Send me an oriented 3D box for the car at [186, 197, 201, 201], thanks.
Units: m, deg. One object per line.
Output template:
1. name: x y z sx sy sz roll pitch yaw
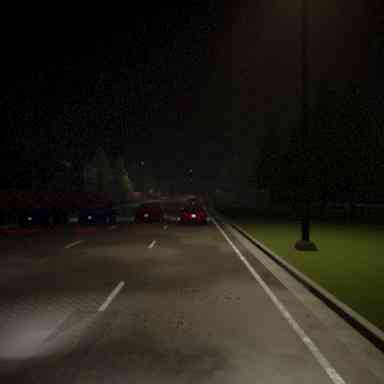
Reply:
1. car: 0.230 1.532 46.062 2.097 1.767 4.553 0 0 1

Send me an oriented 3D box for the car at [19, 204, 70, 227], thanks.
1. car: -10.384 1.572 23.766 1.882 1.535 5.008 0 0 0

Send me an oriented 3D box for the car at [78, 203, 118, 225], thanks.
1. car: -6.884 1.576 24.855 1.882 1.535 5.008 0 0 0

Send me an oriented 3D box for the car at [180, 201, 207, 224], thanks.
1. car: 0.116 1.664 25.435 1.994 1.385 4.181 0 0 0

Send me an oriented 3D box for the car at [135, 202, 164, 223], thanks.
1. car: -3.383 1.584 27.058 1.882 1.535 5.008 0 0 0
